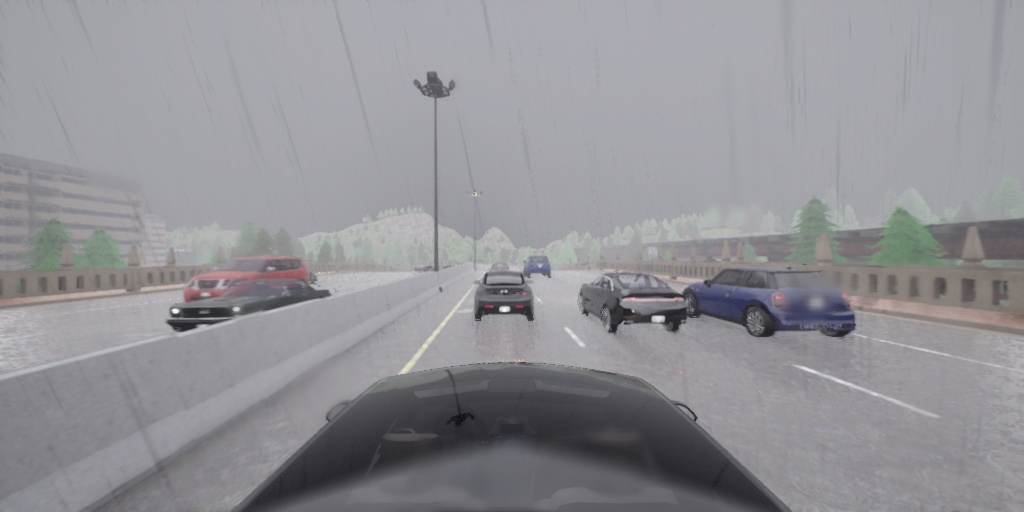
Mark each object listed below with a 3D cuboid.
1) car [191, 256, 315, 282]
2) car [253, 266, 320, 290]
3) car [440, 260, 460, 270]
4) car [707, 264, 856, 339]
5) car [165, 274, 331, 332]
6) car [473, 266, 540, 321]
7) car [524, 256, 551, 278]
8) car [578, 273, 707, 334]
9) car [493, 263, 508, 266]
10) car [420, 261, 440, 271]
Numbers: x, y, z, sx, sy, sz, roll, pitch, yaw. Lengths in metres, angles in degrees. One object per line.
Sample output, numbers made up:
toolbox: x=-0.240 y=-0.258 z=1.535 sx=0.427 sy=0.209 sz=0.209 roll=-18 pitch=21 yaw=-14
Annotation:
car: x=-11.093 y=1.033 z=15.647 sx=2.150 sy=2.045 sz=5.566 roll=0 pitch=0 yaw=-2
car: x=-14.923 y=1.399 z=24.089 sx=1.994 sy=1.385 sz=4.181 roll=0 pitch=0 yaw=-2
car: x=-9.063 y=1.414 z=54.238 sx=2.097 sy=1.767 sz=4.553 roll=0 pitch=-2 yaw=-2
car: x=6.781 y=1.077 z=10.199 sx=2.097 sy=1.767 sz=4.553 roll=0 pitch=0 yaw=-2
car: x=-7.395 y=1.391 z=10.726 sx=1.895 sy=1.301 sz=4.718 roll=0 pitch=0 yaw=-2
car: x=-0.289 y=1.264 z=12.597 sx=1.837 sy=1.490 sz=4.892 roll=0 pitch=0 yaw=-2
car: x=2.383 y=0.984 z=34.351 sx=2.150 sy=2.045 sz=5.566 roll=0 pitch=0 yaw=-2
car: x=3.277 y=1.233 z=10.635 sx=2.128 sy=1.511 sz=4.902 roll=0 pitch=0 yaw=-2
car: x=-1.087 y=1.325 z=33.564 sx=2.033 sy=1.411 sz=5.357 roll=0 pitch=0 yaw=-2
car: x=-12.677 y=1.573 z=57.108 sx=2.097 sy=1.767 sz=4.553 roll=0 pitch=-3 yaw=-2
